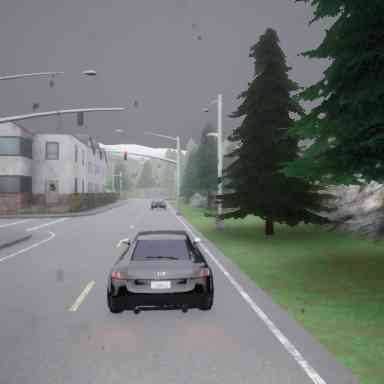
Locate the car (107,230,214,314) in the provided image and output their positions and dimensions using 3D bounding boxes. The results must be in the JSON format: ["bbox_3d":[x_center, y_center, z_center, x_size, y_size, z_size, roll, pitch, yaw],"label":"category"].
[{"bbox_3d":[-0.693,1.564,7.711,1.994,1.385,4.181,0,0,-5],"label":"car"}]

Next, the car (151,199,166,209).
[{"bbox_3d":[-4.438,1.601,43.929,1.895,1.301,4.718,0,0,-6],"label":"car"}]
